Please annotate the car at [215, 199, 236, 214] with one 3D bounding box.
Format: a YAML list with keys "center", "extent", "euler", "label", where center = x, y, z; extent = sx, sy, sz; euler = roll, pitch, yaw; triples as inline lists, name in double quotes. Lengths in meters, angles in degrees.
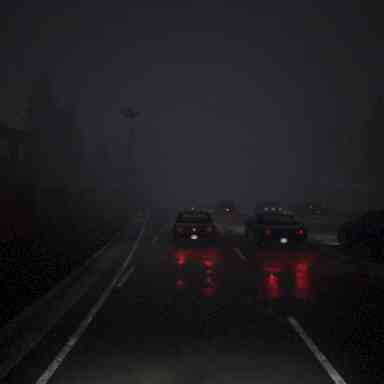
- center: [3.599, 1.512, 35.959]
  extent: [1.837, 1.490, 4.892]
  euler: [0, 0, 0]
  label: "car"

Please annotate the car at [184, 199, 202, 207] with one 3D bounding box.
- center: [0.100, 1.531, 37.391]
  extent: [1.812, 1.442, 4.674]
  euler: [0, 0, 0]
  label: "car"

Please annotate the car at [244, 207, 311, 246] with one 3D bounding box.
- center: [3.602, 1.603, 15.248]
  extent: [1.895, 1.301, 4.718]
  euler: [0, 0, 0]
  label: "car"

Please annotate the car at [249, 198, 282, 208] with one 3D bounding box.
- center: [7.093, 1.552, 31.475]
  extent: [2.033, 1.411, 5.357]
  euler: [0, 0, 0]
  label: "car"

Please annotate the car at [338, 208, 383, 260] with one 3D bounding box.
- center: [7.101, 1.353, 11.952]
  extent: [2.097, 1.767, 4.553]
  euler: [0, 0, 0]
  label: "car"

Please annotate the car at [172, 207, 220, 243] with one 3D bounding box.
- center: [0.101, 1.603, 16.170]
  extent: [1.895, 1.301, 4.718]
  euler: [0, 0, 0]
  label: "car"

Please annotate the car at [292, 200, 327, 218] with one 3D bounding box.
- center: [10.603, 1.494, 30.410]
  extent: [2.128, 1.511, 4.902]
  euler: [0, 0, 0]
  label: "car"
